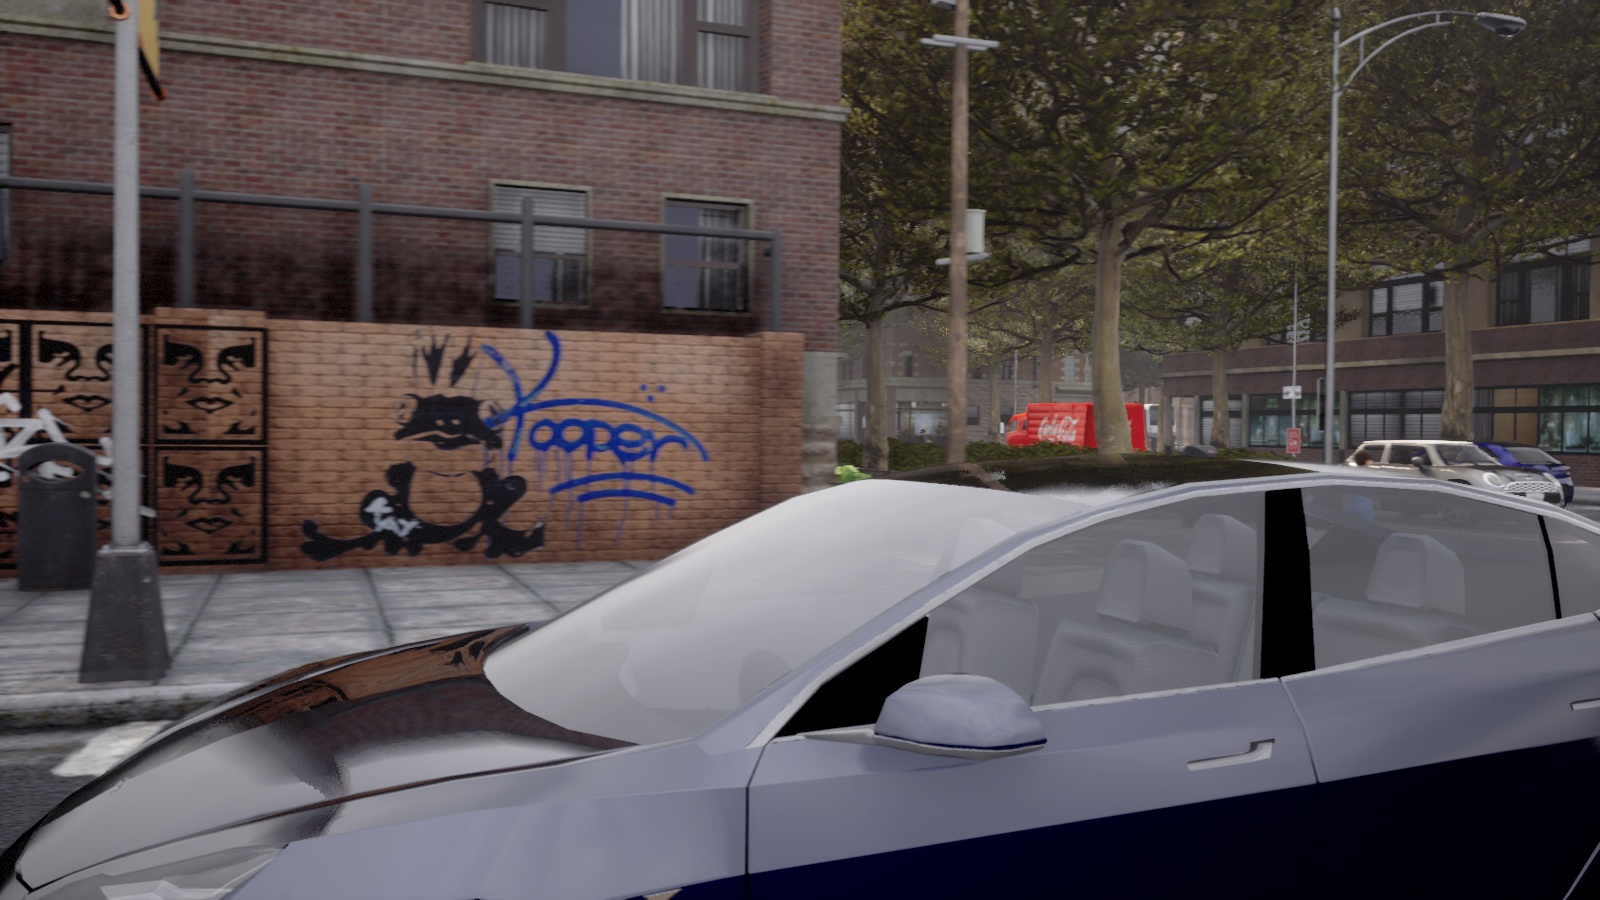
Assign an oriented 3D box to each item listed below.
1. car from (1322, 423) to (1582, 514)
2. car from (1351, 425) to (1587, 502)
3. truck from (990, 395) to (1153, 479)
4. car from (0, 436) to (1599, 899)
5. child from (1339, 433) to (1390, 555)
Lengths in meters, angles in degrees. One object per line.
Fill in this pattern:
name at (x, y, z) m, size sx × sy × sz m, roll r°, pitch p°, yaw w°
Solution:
car at (11.603, 0.270, 22.631) m, size 1.970 × 1.475 × 3.806 m, roll -1°, pitch 1°, yaw -21°
car at (13.900, 0.232, 26.385) m, size 1.816 × 1.474 × 4.193 m, roll -1°, pitch 1°, yaw -21°
truck at (8.561, -0.435, 40.176) m, size 2.627 × 2.467 × 5.204 m, roll -1°, pitch 1°, yaw -21°
car at (0.607, 0.735, 3.451) m, size 4.792 × 1.488 × 2.163 m, roll -1°, pitch 1°, yaw -21°
child at (5.959, 0.455, 13.258) m, size 0.437 × 1.263 × 0.270 m, roll -1°, pitch 1°, yaw -29°
